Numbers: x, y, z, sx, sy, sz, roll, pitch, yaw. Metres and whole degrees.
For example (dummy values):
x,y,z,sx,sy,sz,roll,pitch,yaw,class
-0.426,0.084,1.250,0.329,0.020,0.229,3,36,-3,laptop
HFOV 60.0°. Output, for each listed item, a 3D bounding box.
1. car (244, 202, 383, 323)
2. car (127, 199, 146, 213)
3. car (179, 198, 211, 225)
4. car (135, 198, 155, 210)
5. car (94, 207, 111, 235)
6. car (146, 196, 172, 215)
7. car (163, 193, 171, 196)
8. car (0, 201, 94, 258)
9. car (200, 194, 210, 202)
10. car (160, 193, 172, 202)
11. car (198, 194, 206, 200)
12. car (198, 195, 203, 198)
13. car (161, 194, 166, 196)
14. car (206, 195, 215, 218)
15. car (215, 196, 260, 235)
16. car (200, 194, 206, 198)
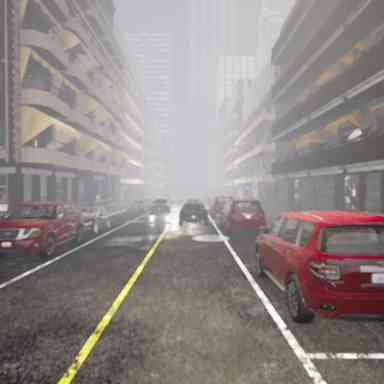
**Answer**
x,y,z,sx,sy,sz,roll,pitch,yaw,class
2.677,1.296,7.087,2.192,1.841,5.009,-1,0,0,car
-5.701,1.492,35.126,1.802,1.307,4.206,-1,0,0,car
0.099,1.417,23.416,1.882,1.535,5.008,0,0,0,car
-5.701,1.478,40.728,1.802,1.307,4.206,-1,0,0,car
-5.708,1.503,18.320,2.008,1.369,4.403,-1,0,0,car
-3.066,1.421,33.330,1.837,1.490,4.892,0,0,0,car
-5.703,1.390,63.136,2.008,1.369,4.403,-1,0,0,car
-5.693,1.282,12.717,2.192,1.841,5.009,-1,0,0,car
2.676,1.265,68.709,1.967,1.590,4.097,-1,0,0,car
-5.706,1.127,74.340,2.192,1.841,5.009,-1,0,0,car
2.677,1.337,91.117,1.947,1.339,4.313,-1,0,0,car
0.099,1.447,45.766,1.994,1.385,4.181,0,0,0,car
-5.702,1.418,51.932,2.008,1.369,4.403,-1,0,0,car
2.676,1.239,29.495,2.192,1.841,5.009,-1,0,0,car
2.676,1.267,18.291,2.192,1.841,5.009,-1,0,0,car
2.677,1.378,57.675,1.752,1.417,4.829,-1,0,0,car
